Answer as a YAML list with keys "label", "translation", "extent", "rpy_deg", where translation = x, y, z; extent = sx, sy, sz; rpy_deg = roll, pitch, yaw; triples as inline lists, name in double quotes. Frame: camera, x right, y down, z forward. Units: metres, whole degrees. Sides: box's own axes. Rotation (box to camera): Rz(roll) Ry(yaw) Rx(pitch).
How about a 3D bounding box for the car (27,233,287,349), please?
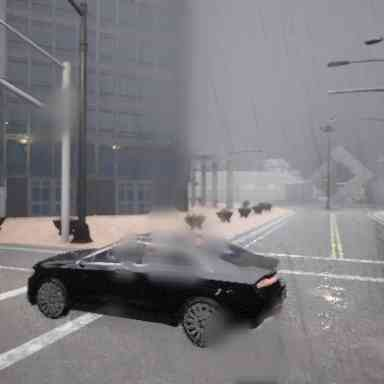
- label: "car"
  translation: [-0.786, 1.519, 6.157]
  extent: [4.902, 1.511, 2.128]
  rpy_deg: [0, 0, 22]

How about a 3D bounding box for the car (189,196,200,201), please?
- label: "car"
  translation: [0.081, 1.850, 90.838]
  extent: [4.892, 1.490, 1.837]
  rpy_deg: [0, 0, 18]
